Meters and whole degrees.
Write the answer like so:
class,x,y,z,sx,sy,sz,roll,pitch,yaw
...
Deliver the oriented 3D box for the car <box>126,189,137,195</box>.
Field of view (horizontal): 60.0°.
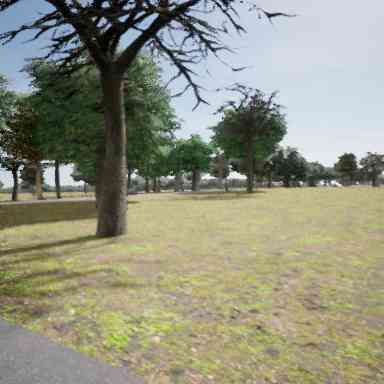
class,x,y,z,sx,sy,sz,roll,pitch,yaw
car,-13.917,0.068,71.535,2.128,1.511,4.902,-2,1,38
